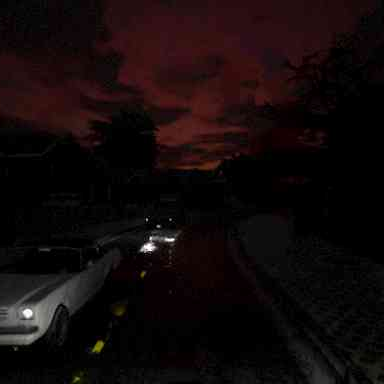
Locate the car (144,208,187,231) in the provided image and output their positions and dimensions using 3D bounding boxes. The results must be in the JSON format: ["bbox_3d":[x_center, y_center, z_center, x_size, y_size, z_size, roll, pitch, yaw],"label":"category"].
[{"bbox_3d":[-1.650,1.775,22.064,1.895,1.301,4.718,0,-1,9],"label":"car"}]

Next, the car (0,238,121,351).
[{"bbox_3d":[-2.786,1.643,6.394,1.895,1.301,4.718,0,0,1],"label":"car"}]

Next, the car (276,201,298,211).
[{"bbox_3d":[15.696,2.227,54.732,2.097,1.767,4.553,-1,-2,40],"label":"car"}]

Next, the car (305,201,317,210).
[{"bbox_3d":[23.347,2.470,62.965,4.553,1.767,2.097,1,-2,-39],"label":"car"}]
